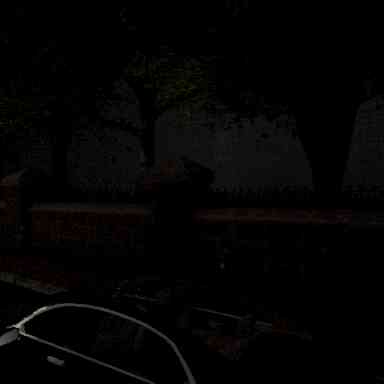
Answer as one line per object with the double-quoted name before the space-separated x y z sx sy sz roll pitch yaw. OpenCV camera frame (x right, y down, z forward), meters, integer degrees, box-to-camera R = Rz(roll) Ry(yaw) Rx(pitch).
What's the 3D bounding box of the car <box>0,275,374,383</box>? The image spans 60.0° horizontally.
"car" -0.622 1.549 3.312 4.403 1.369 2.008 0 0 35
